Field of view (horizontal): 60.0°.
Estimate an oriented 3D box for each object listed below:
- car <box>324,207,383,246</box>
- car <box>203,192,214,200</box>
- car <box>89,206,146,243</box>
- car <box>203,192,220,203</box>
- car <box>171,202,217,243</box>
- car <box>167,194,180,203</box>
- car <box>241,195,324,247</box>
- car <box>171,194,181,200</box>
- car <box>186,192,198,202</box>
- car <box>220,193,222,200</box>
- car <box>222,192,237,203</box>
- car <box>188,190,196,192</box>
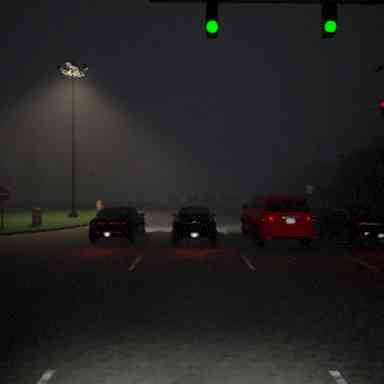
[{"bbox_3d":[7.101,1.411,14.902,2.128,1.511,4.902,0,0,0],"label":"car"},{"bbox_3d":[3.508,0.808,71.195,2.097,1.767,4.553,0,0,0],"label":"car"},{"bbox_3d":[-3.398,1.421,15.736,1.837,1.490,4.892,0,0,0],"label":"car"},{"bbox_3d":[3.507,1.025,61.193,2.097,1.767,4.553,0,0,0],"label":"car"},{"bbox_3d":[0.102,1.422,15.531,1.837,1.490,4.892,0,0,0],"label":"car"},{"bbox_3d":[-3.493,1.200,61.224,1.812,1.442,4.674,0,0,0],"label":"car"},{"bbox_3d":[3.602,1.142,14.836,2.150,2.045,5.566,0,0,0],"label":"car"},{"bbox_3d":[-3.492,1.048,71.257,1.895,1.301,4.718,0,0,0],"label":"car"},{"bbox_3d":[0.007,1.167,60.807,2.128,1.511,4.902,0,0,0],"label":"car"},{"bbox_3d":[7.008,0.807,71.194,2.097,1.767,4.553,0,0,0],"label":"car"},{"bbox_3d":[7.007,1.180,60.806,1.837,1.490,4.892,0,0,0],"label":"car"},{"bbox_3d":[0.008,0.678,71.255,2.150,2.045,5.566,0,0,0],"label":"car"}]
